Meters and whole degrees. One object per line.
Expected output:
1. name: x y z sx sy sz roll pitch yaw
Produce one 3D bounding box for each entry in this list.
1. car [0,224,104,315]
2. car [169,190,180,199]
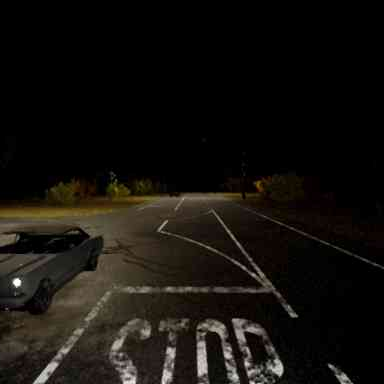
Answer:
1. car: -3.485 1.473 7.415 1.895 1.301 4.718 0 1 0
2. car: -3.260 0.439 61.419 1.812 1.442 4.674 0 1 0
